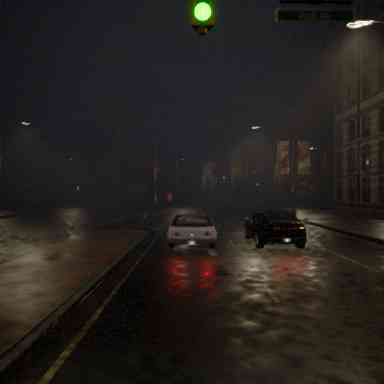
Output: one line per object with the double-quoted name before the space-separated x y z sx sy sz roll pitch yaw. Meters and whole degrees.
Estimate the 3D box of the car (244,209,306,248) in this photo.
"car" 3.500 1.515 14.650 1.837 1.490 4.892 0 0 0

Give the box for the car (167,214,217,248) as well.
"car" 0.000 1.615 14.680 1.895 1.301 4.718 0 0 0
